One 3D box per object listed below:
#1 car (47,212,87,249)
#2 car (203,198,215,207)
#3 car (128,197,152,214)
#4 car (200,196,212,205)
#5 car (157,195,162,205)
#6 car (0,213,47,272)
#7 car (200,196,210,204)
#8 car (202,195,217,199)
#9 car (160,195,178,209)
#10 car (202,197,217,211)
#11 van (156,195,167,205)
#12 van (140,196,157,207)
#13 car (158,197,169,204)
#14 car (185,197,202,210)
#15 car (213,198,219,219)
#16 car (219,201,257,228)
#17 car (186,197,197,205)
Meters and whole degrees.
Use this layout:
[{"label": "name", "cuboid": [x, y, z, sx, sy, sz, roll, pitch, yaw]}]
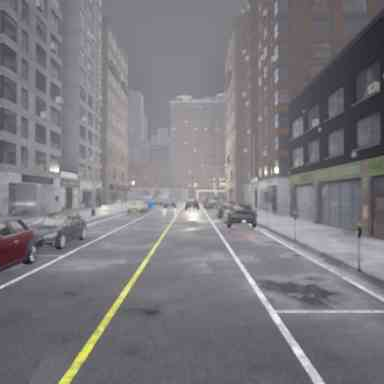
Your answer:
[{"label": "car", "cuboid": [-5.851, 1.560, 14.365, 2.008, 1.369, 4.403, 1, 0, 0]}, {"label": "car", "cuboid": [2.665, 1.627, 52.909, 1.752, 1.417, 4.829, 1, 0, 0]}, {"label": "car", "cuboid": [-5.855, 1.572, 36.122, 1.752, 1.417, 4.829, 1, 0, 0]}, {"label": "car", "cuboid": [2.664, 1.586, 63.704, 1.967, 1.590, 4.097, 1, 0, 0]}, {"label": "car", "cuboid": [-5.862, 1.690, 58.221, 1.947, 1.339, 4.313, 1, 0, 0]}, {"label": "car", "cuboid": [-5.848, 1.445, 8.884, 1.967, 1.590, 4.097, 1, 0, 0]}, {"label": "car", "cuboid": [2.662, 1.608, 69.187, 1.967, 1.590, 4.097, 1, 0, 0]}, {"label": "car", "cuboid": [2.668, 1.396, 47.256, 2.192, 1.841, 5.009, 1, 0, 0]}, {"label": "car", "cuboid": [-3.082, 1.589, 47.505, 1.837, 1.490, 4.892, 0, -1, 0]}, {"label": "car", "cuboid": [2.667, 1.613, 41.774, 2.008, 1.369, 4.403, 1, 0, 0]}, {"label": "van", "cuboid": [-5.861, 1.487, 63.704, 1.690, 1.788, 3.998, 1, 0, 0]}, {"label": "van", "cuboid": [-5.855, 1.404, 41.776, 1.690, 1.788, 3.998, 1, 0, 0]}, {"label": "car", "cuboid": [-5.864, 1.713, 69.186, 1.887, 1.381, 4.507, 1, 0, 0]}, {"label": "car", "cuboid": [0.050, 1.600, 45.213, 1.812, 1.442, 4.674, 0, 0, 0]}, {"label": "car", "cuboid": [3.139, 1.535, 29.492, 1.837, 1.490, 4.892, 0, 0, 0]}, {"label": "car", "cuboid": [3.141, 1.523, 22.491, 1.837, 1.490, 4.892, 0, 0, 0]}, {"label": "car", "cuboid": [0.023, 1.690, 63.129, 2.033, 1.411, 5.357, 0, 0, 1]}]
